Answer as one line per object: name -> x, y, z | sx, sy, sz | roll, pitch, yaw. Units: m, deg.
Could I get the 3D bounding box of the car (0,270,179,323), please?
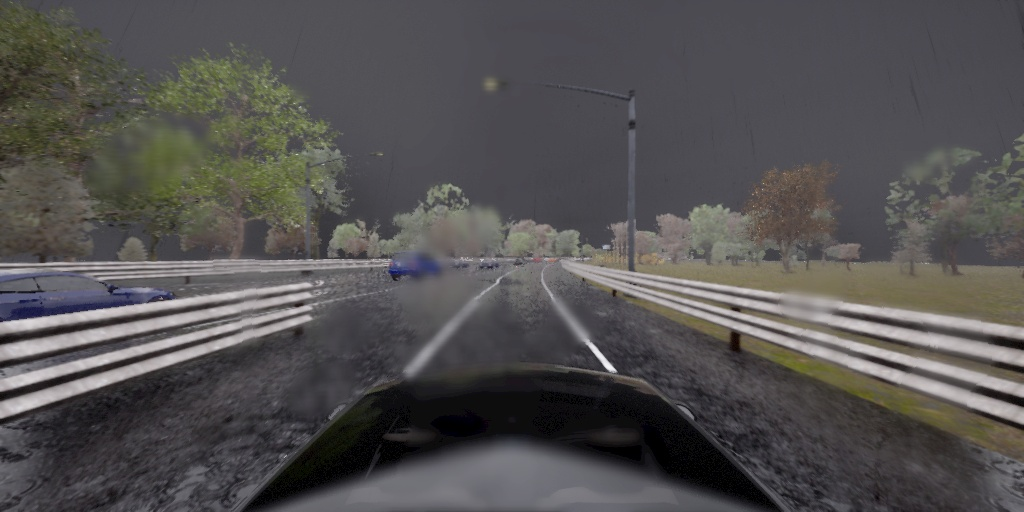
car -> -9.863, 1.013, 7.515 | 1.812, 1.442, 4.674 | 0, 0, 8

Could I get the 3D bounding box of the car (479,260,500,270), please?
car -> -2.908, 1.180, 47.624 | 1.895, 1.301, 4.718 | 0, 0, 11

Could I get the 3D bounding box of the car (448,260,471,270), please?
car -> -6.810, 1.164, 45.949 | 1.895, 1.301, 4.718 | 0, 0, 11

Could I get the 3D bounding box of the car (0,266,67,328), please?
car -> -13.388, 1.000, 7.605 | 1.812, 1.442, 4.674 | 0, 0, 8

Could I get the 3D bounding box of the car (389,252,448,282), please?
car -> -6.886, 0.750, 26.251 | 2.150, 2.045, 5.566 | 0, 0, 10
